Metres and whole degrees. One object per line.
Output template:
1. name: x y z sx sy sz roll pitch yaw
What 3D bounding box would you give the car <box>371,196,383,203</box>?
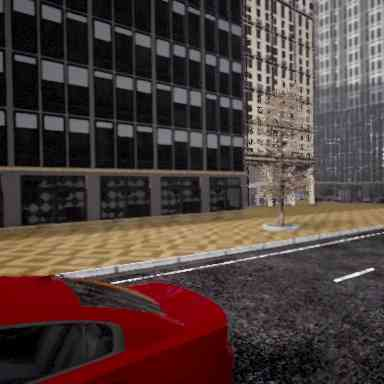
1. car: 31.159 1.243 53.595 1.947 1.339 4.313 -1 1 -38

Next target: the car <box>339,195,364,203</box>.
1. car: 27.681 1.221 58.093 1.802 1.307 4.206 -1 1 -38

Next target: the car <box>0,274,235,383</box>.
1. car: -1.940 1.483 2.370 5.008 1.535 1.882 0 0 -36

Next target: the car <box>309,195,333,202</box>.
1. car: 24.237 1.166 62.614 1.947 1.339 4.313 -1 1 -38
